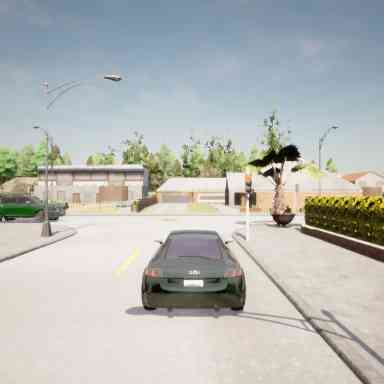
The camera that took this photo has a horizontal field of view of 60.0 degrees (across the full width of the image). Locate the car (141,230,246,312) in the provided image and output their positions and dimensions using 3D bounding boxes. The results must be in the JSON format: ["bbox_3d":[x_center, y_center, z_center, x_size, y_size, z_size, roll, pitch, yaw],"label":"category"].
[{"bbox_3d":[0.042,1.564,7.790,1.994,1.385,4.181,0,0,0],"label":"car"}]

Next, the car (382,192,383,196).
[{"bbox_3d":[37.875,0.973,64.998,1.905,1.878,3.866,0,0,0],"label":"car"}]

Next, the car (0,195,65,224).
[{"bbox_3d":[-12.427,1.221,24.682,5.566,2.045,2.150,0,0,0],"label":"car"}]
